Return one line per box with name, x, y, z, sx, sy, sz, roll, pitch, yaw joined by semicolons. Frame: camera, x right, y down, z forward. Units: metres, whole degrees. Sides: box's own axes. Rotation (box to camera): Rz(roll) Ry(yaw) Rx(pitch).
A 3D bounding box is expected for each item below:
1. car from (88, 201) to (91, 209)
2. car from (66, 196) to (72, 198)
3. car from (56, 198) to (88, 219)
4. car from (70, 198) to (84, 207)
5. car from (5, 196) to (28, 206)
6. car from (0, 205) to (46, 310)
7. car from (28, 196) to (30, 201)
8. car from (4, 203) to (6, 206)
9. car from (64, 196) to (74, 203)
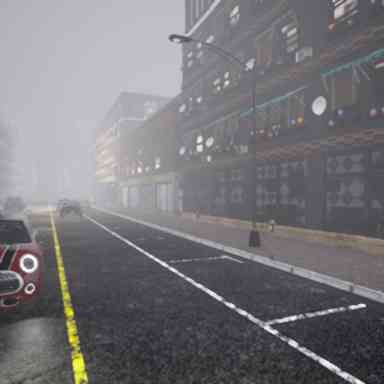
car;-15.014;1.637;46.009;1.752;1.417;4.829;1;0;-23
car;-15.982;1.572;41.700;1.882;1.535;5.008;0;0;-23
car;-11.080;1.560;30.419;2.128;1.511;4.902;0;-1;-23
car;-19.439;1.676;56.192;1.887;1.381;4.507;1;0;-23
car;-22.632;1.391;42.518;2.192;1.841;5.009;1;0;-23
car;-4.606;1.366;7.758;2.097;1.767;4.553;0;0;-24
car;-24.879;1.526;47.686;1.967;1.590;4.097;1;0;-23
car;-13.647;1.617;21.840;1.802;1.307;4.206;1;0;-23
car;-28.425;1.721;76.868;2.008;1.369;4.403;1;0;-23
